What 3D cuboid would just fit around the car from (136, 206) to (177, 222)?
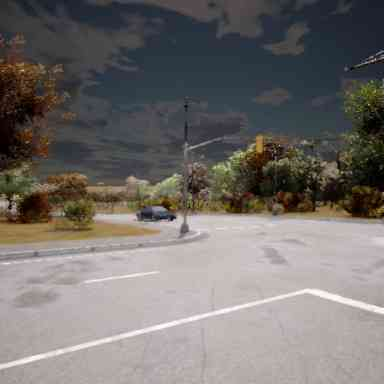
[{"bbox_3d":[-3.400,1.994,30.754,2.033,1.411,5.357,1,-2,-33],"label":"car"}]
